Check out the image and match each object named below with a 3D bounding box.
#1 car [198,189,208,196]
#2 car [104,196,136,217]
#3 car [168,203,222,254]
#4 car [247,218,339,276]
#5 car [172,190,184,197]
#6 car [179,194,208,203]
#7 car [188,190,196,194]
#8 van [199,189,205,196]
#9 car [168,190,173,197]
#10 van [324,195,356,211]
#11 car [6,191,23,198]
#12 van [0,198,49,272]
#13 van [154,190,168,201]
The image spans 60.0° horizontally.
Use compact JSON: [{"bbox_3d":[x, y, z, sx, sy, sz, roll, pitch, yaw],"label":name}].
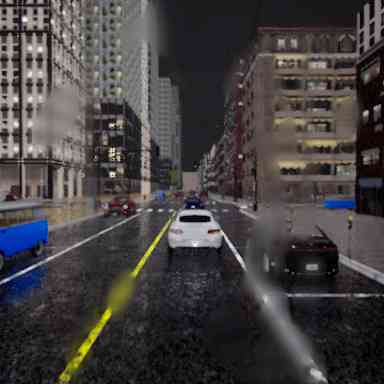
[{"bbox_3d":[2.701,0.351,75.699,2.192,1.841,5.009,0,1,0],"label":"car"},{"bbox_3d":[-5.687,1.093,26.577,1.967,1.590,4.097,0,1,0],"label":"car"},{"bbox_3d":[0.102,1.358,12.623,1.812,1.442,4.674,0,1,0],"label":"car"},{"bbox_3d":[2.691,1.423,9.632,2.008,1.369,4.403,0,1,0],"label":"car"},{"bbox_3d":[-2.987,0.481,78.419,1.882,1.535,5.008,0,1,0],"label":"car"},{"bbox_3d":[0.104,1.178,29.565,1.994,1.385,4.181,0,1,0],"label":"car"},{"bbox_3d":[0.017,0.402,88.126,2.128,1.511,4.902,0,1,0],"label":"car"},{"bbox_3d":[2.703,0.174,92.350,1.690,1.788,3.998,0,1,0],"label":"van"},{"bbox_3d":[-5.679,0.496,81.082,1.752,1.417,4.829,0,1,0],"label":"car"},{"bbox_3d":[16.935,1.218,37.309,3.998,1.788,1.690,1,0,0],"label":"van"},{"bbox_3d":[-21.126,0.584,37.356,4.097,1.590,1.967,1,0,0],"label":"car"},{"bbox_3d":[-5.690,1.213,9.631,1.690,1.788,3.998,0,1,0],"label":"van"},{"bbox_3d":[-5.682,0.583,59.047,1.690,1.788,3.998,0,1,0],"label":"van"}]
